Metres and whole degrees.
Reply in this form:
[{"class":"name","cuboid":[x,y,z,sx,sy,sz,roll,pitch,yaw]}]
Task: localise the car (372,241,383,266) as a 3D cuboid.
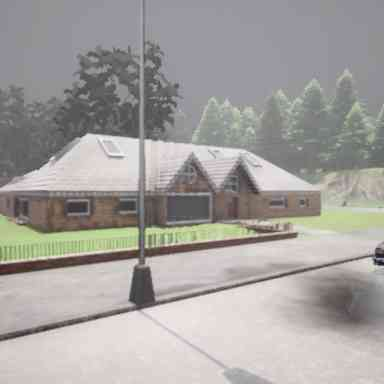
[{"class":"car","cuboid":[7.589,1.538,10.011,5.357,1.411,2.033,0,0,-35]}]
